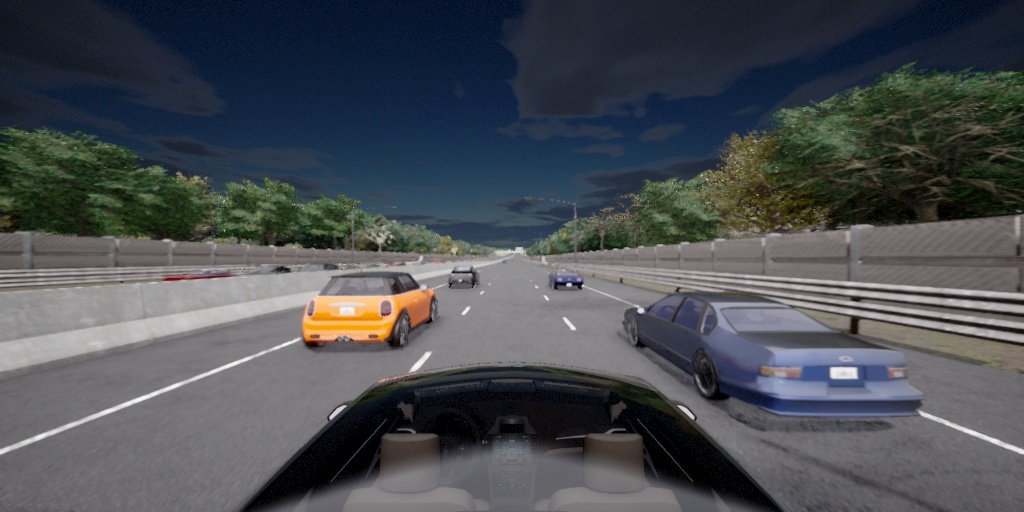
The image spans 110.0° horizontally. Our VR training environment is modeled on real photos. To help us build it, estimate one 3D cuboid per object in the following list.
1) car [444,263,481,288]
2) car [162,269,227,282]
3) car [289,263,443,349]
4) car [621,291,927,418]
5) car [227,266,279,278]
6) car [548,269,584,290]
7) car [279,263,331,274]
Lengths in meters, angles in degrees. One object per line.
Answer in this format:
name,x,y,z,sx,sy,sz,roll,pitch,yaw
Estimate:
car,-3.405,1.448,26.085,2.128,1.511,4.902,0,-1,0
car,-21.100,1.544,24.686,1.895,1.301,4.718,0,0,0
car,-3.406,1.167,9.539,2.097,1.767,4.553,0,0,0
car,3.596,1.336,6.397,2.033,1.411,5.357,0,0,0
car,-17.598,1.459,25.930,1.837,1.490,4.892,0,0,0
car,3.595,1.546,24.728,1.895,1.301,4.718,0,0,0
car,-14.098,1.306,25.884,2.097,1.767,4.553,0,0,0
